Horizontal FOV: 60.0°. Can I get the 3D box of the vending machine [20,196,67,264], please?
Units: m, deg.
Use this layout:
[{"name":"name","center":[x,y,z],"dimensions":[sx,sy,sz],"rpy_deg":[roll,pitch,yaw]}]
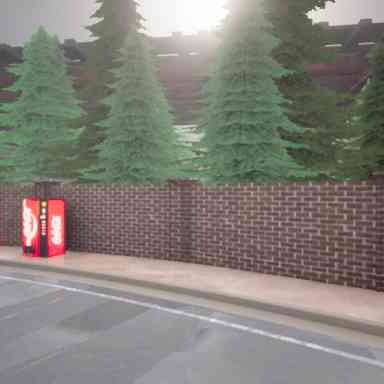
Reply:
[{"name":"vending machine","center":[-4.924,1.194,11.076],"dimensions":[0.880,2.100,1.100],"rpy_deg":[0,0,23]}]
